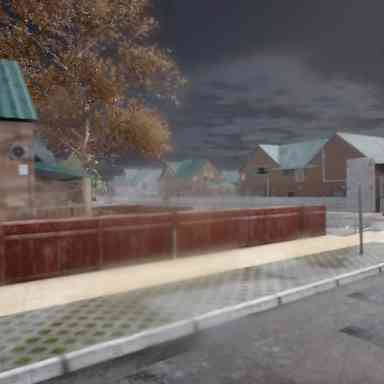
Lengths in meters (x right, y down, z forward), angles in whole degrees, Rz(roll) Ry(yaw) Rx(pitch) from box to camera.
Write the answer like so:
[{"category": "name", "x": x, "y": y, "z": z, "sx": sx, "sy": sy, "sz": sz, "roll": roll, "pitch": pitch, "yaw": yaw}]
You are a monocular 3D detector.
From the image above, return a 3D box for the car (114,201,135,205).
[{"category": "car", "x": -9.502, "y": 1.968, "z": 46.442, "sx": 1.882, "sy": 1.535, "sz": 5.008, "roll": -3, "pitch": 0, "yaw": -35}]
